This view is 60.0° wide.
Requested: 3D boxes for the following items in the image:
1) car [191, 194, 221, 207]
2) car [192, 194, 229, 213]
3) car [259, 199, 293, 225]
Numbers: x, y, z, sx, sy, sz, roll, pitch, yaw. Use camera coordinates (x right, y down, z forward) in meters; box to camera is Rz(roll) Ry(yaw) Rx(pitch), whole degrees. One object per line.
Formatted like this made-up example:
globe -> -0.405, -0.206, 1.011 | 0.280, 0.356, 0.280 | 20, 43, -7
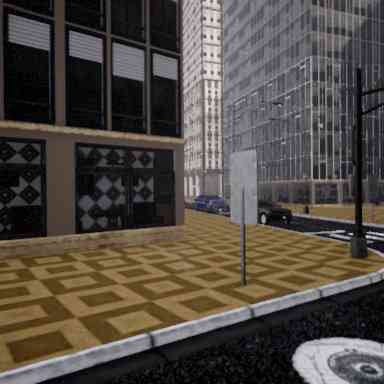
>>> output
car -> 1.641, 1.039, 41.774 | 2.033, 1.411, 5.357 | -1, 1, -19
car -> 1.838, 1.004, 31.928 | 2.097, 1.767, 4.553 | -1, 1, -19
car -> 4.888, 1.264, 22.856 | 1.882, 1.535, 5.008 | -1, 1, -19
